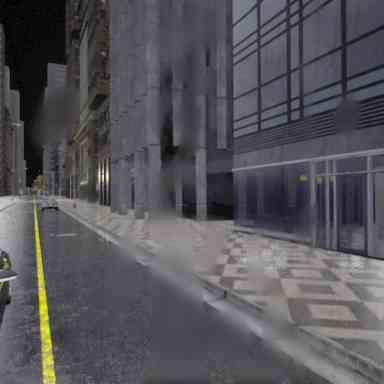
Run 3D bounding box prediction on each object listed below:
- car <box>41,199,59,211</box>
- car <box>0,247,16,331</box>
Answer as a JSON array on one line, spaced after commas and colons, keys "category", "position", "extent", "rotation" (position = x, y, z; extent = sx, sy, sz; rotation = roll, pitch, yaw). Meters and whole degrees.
[{"category": "car", "position": [-17.332, 1.553, 40.484], "extent": [2.033, 1.411, 5.357], "rotation": [0, 0, -26]}, {"category": "car", "position": [-3.878, 1.507, 5.045], "extent": [1.837, 1.490, 4.892], "rotation": [0, 0, -26]}]
